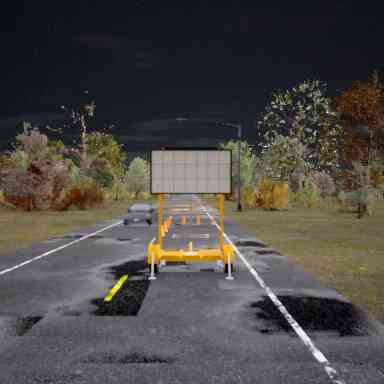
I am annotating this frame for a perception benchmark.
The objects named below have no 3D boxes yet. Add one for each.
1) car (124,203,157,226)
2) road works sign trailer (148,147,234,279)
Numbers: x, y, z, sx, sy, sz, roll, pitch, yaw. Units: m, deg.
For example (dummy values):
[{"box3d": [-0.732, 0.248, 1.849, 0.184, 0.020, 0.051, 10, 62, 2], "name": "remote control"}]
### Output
[{"box3d": [-3.566, 1.525, 23.608, 1.812, 1.442, 4.674, 0, 0, 0], "name": "car"}, {"box3d": [-0.029, 0.464, 9.974, 2.380, 3.560, 2.880, 0, 0, 0], "name": "road works sign trailer"}]
